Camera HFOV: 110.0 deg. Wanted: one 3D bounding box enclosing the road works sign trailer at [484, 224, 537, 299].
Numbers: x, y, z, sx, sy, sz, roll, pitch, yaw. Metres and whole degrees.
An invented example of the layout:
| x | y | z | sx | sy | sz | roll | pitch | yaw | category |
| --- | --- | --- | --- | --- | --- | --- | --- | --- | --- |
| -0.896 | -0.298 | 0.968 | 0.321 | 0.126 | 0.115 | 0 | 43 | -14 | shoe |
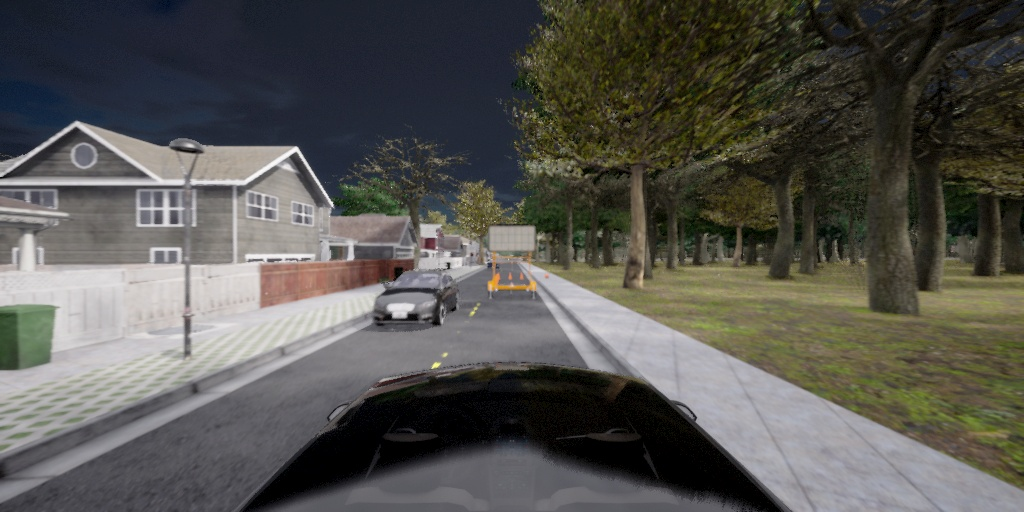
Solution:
| x | y | z | sx | sy | sz | roll | pitch | yaw | category |
| --- | --- | --- | --- | --- | --- | --- | --- | --- | --- |
| 0.008 | 0.199 | 17.991 | 2.380 | 3.560 | 2.880 | 0 | 0 | 0 | road works sign trailer |

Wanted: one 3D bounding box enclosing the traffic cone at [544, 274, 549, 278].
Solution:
| x | y | z | sx | sy | sz | roll | pitch | yaw | category |
| --- | --- | --- | --- | --- | --- | --- | --- | --- | --- |
| 2.821 | 1.357 | 29.231 | 0.340 | 0.580 | 0.340 | 0 | 0 | 2 | traffic cone |

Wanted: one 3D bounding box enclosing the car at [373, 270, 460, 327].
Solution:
| x | y | z | sx | sy | sz | roll | pitch | yaw | category |
| --- | --- | --- | --- | --- | --- | --- | --- | --- | --- |
| -2.844 | 1.232 | 11.554 | 2.128 | 1.511 | 4.902 | 0 | 0 | 0 | car |

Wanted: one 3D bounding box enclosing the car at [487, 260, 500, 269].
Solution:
| x | y | z | sx | sy | sz | roll | pitch | yaw | category |
| --- | --- | --- | --- | --- | --- | --- | --- | --- | --- |
| -2.772 | 1.265 | 54.512 | 2.033 | 1.411 | 5.357 | 0 | 0 | 1 | car |
